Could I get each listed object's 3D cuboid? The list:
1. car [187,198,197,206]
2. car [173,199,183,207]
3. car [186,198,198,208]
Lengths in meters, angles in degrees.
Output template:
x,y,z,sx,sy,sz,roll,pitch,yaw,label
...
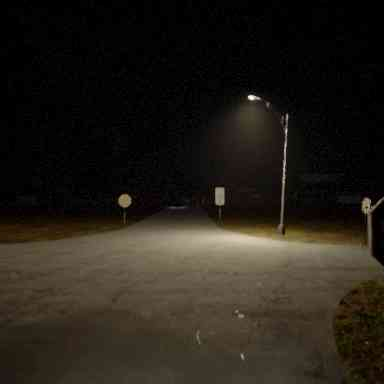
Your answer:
x,y,z,sx,sy,sz,roll,pitch,yaw,label
0.041,2.053,69.642,2.033,1.411,5.357,0,0,0,car
-2.713,2.118,63.802,2.033,1.411,5.357,0,0,0,car
0.034,2.032,59.204,2.128,1.511,4.902,0,0,0,car
